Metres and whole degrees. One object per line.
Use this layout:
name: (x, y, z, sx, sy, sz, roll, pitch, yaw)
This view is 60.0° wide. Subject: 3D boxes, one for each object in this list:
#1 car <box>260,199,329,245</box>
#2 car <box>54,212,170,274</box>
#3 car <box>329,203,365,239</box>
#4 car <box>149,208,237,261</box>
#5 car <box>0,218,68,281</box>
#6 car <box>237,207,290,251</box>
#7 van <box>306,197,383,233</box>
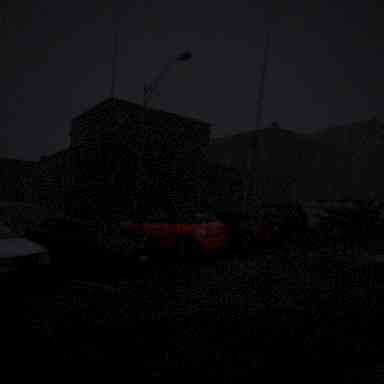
car: (3.795, 1.382, 15.931, 4.553, 1.767, 2.185, -1, -1, 34)
car: (-3.337, 1.510, 10.699, 4.792, 1.488, 2.163, -1, -1, 34)
car: (6.148, 1.517, 17.699, 5.008, 1.535, 2.097, -1, -1, 34)
car: (-0.963, 1.364, 12.442, 4.553, 1.767, 2.185, -1, -1, 34)
car: (-5.740, 1.512, 8.966, 4.674, 1.452, 2.002, -1, -1, 34)
car: (1.367, 1.529, 14.220, 4.792, 1.488, 2.163, -1, -1, 34)
van: (8.429, 1.302, 19.498, 4.442, 1.987, 1.878, -1, -1, 34)
